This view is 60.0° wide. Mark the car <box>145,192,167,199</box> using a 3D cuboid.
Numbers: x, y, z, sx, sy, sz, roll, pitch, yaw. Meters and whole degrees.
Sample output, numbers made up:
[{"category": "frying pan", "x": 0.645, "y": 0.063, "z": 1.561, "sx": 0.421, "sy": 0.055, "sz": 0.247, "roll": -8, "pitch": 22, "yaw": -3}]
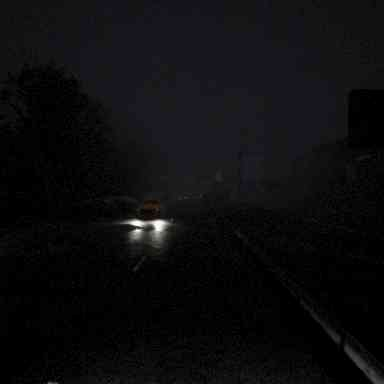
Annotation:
[{"category": "car", "x": -7.821, "y": 0.829, "z": 73.192, "sx": 4.674, "sy": 1.452, "sz": 2.002, "roll": 0, "pitch": 0, "yaw": 0}]

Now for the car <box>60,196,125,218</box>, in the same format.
[{"category": "car", "x": -8.152, "y": 1.250, "z": 26.657, "sx": 4.674, "sy": 1.452, "sz": 2.002, "roll": 0, "pitch": 1, "yaw": 0}]

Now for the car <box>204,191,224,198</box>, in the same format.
[{"category": "car", "x": 5.347, "y": 0.652, "z": 81.518, "sx": 4.553, "sy": 1.767, "sz": 2.185, "roll": 0, "pitch": 0, "yaw": 0}]

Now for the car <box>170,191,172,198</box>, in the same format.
[{"category": "car", "x": -7.750, "y": 0.649, "z": 78.760, "sx": 4.553, "sy": 1.767, "sz": 2.185, "roll": 0, "pitch": 0, "yaw": 0}]

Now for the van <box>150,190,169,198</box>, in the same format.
[{"category": "van", "x": -7.880, "y": 0.544, "z": 81.541, "sx": 4.442, "sy": 1.987, "sz": 1.878, "roll": 0, "pitch": 0, "yaw": 0}]

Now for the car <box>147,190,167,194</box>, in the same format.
[{"category": "car", "x": -7.872, "y": 0.836, "z": 64.837, "sx": 5.008, "sy": 1.535, "sz": 2.097, "roll": 0, "pitch": 1, "yaw": 0}]

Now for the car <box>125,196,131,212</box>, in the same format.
[{"category": "car", "x": -8.125, "y": 1.178, "z": 29.932, "sx": 4.892, "sy": 1.521, "sz": 2.231, "roll": 0, "pitch": 1, "yaw": 0}]

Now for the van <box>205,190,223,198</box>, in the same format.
[{"category": "van", "x": 5.448, "y": 0.551, "z": 84.321, "sx": 4.442, "sy": 1.987, "sz": 1.878, "roll": 0, "pitch": 0, "yaw": 0}]

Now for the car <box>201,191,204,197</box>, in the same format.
[{"category": "car", "x": 5.213, "y": 0.558, "z": 70.307, "sx": 5.566, "sy": 2.045, "sz": 2.435, "roll": 0, "pitch": 0, "yaw": 0}]

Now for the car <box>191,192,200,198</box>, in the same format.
[{"category": "car", "x": 0.620, "y": 0.868, "z": 90.196, "sx": 1.895, "sy": 1.301, "sz": 4.718, "roll": 0, "pitch": 0, "yaw": 0}]

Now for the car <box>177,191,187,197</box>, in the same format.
[{"category": "car", "x": -2.607, "y": 0.617, "z": 94.737, "sx": 2.097, "sy": 1.767, "sz": 4.553, "roll": 0, "pitch": 0, "yaw": 0}]

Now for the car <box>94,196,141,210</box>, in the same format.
[{"category": "car", "x": -8.082, "y": 1.154, "z": 36.354, "sx": 4.674, "sy": 1.452, "sz": 2.002, "roll": 0, "pitch": 1, "yaw": 0}]

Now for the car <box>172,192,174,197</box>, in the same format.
[{"category": "car", "x": -7.730, "y": 0.808, "z": 87.113, "sx": 4.674, "sy": 1.452, "sz": 2.002, "roll": 0, "pitch": 0, "yaw": 0}]

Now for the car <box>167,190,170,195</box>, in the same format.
[{"category": "car", "x": -7.843, "y": 0.801, "z": 70.405, "sx": 5.008, "sy": 1.535, "sz": 2.097, "roll": 0, "pitch": 0, "yaw": 0}]

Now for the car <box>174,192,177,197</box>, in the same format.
[{"category": "car", "x": -7.531, "y": 0.765, "z": 89.897, "sx": 5.366, "sy": 1.575, "sz": 1.946, "roll": 0, "pitch": 0, "yaw": 0}]

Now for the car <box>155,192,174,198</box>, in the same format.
[{"category": "car", "x": -7.697, "y": 0.767, "z": 92.684, "sx": 5.008, "sy": 1.535, "sz": 2.097, "roll": 0, "pitch": 0, "yaw": 0}]

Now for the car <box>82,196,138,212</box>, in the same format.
[{"category": "car", "x": -8.113, "y": 1.145, "z": 33.206, "sx": 5.008, "sy": 1.535, "sz": 2.097, "roll": 0, "pitch": 1, "yaw": 0}]

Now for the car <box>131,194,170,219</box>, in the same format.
[{"category": "car", "x": -3.189, "y": 1.211, "z": 26.553, "sx": 1.882, "sy": 1.535, "sz": 5.008, "roll": 0, "pitch": 0, "yaw": 2}]

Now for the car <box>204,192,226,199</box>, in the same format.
[{"category": "car", "x": 5.274, "y": 0.788, "z": 75.912, "sx": 4.892, "sy": 1.521, "sz": 2.231, "roll": 0, "pitch": 0, "yaw": 0}]

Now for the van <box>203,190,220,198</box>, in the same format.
[{"category": "van", "x": 5.247, "y": 0.549, "z": 89.929, "sx": 4.442, "sy": 1.987, "sz": 1.878, "roll": 0, "pitch": 0, "yaw": 0}]

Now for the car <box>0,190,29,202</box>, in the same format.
[{"category": "car", "x": -26.270, "y": 0.476, "z": 49.798, "sx": 4.553, "sy": 1.767, "sz": 2.097, "roll": 1, "pitch": 3, "yaw": 0}]

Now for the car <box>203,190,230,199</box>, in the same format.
[{"category": "car", "x": 5.228, "y": 0.827, "z": 67.507, "sx": 4.892, "sy": 1.521, "sz": 2.231, "roll": 0, "pitch": 0, "yaw": 0}]
